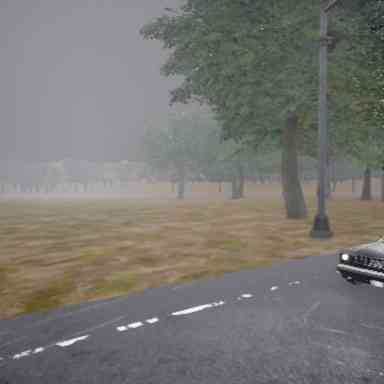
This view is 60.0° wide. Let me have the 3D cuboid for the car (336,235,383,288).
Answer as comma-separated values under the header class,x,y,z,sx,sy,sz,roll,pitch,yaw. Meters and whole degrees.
class,x,y,z,sx,sy,sz,roll,pitch,yaw
car,5.457,1.468,7.746,4.718,1.301,1.895,-1,1,-34
